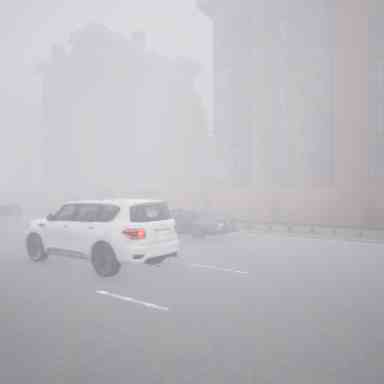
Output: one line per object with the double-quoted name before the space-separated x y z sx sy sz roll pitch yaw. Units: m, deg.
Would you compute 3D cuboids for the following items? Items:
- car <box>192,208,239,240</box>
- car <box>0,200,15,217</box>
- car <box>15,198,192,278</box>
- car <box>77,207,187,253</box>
"car" -0.308 1.547 17.110 5.357 1.411 2.033 0 0 36
"car" -16.615 1.476 28.742 5.008 1.535 1.882 0 0 35
"car" -2.958 1.220 10.402 5.566 2.045 2.150 0 0 36
"car" -2.729 1.504 14.538 4.892 1.490 1.837 0 0 36
